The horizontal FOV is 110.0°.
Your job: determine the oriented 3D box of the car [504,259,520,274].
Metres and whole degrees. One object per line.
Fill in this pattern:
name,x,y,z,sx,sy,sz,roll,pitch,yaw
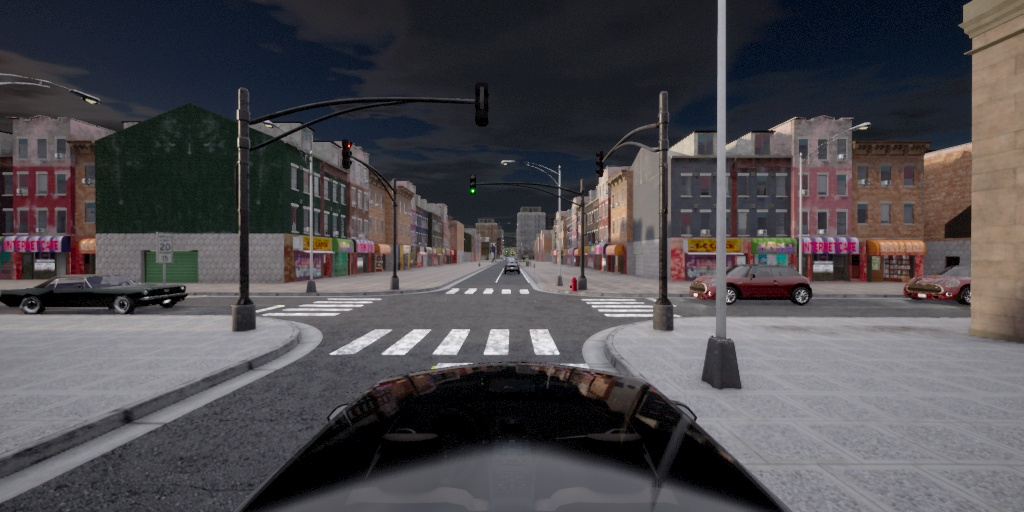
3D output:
car,0.005,1.324,40.621,1.948,1.339,4.313,0,0,0

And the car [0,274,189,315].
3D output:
car,-14.640,1.316,12.827,4.718,1.301,1.895,0,0,-3

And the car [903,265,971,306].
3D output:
car,20.325,1.168,15.810,4.553,1.767,2.097,0,0,0

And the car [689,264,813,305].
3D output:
car,10.346,1.136,15.803,4.553,1.767,2.097,0,0,0
